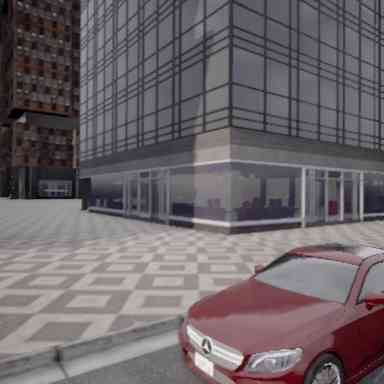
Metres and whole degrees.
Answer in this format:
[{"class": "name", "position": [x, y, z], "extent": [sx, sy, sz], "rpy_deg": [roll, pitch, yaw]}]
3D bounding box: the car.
[{"class": "car", "position": [2.023, 1.540, 4.820], "extent": [4.674, 1.442, 1.812], "rpy_deg": [0, 0, -35]}]
